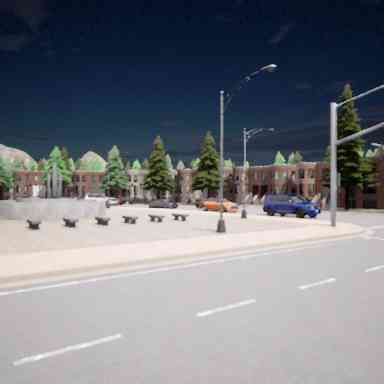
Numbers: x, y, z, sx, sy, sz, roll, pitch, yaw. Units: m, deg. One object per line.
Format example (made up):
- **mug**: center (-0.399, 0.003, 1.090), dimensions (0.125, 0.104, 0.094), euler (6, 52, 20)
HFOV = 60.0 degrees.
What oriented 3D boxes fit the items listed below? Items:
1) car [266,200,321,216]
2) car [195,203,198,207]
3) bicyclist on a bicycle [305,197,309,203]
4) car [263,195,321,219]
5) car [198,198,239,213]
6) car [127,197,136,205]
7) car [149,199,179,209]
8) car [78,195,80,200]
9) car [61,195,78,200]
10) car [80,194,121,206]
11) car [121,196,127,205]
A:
- **car**: center (10.642, 1.671, 35.210), dimensions (2.033, 1.411, 5.357), euler (0, 0, -36)
- **car**: center (2.711, 1.721, 44.812), dimensions (4.718, 1.301, 1.895), euler (0, 0, 43)
- **bicyclist on a bicycle**: center (16.035, 1.473, 46.495), dimensions (1.656, 1.620, 0.582), euler (0, 0, -37)
- **car**: center (9.204, 1.330, 31.202), dimensions (2.150, 2.045, 5.566), euler (0, 0, -37)
- **car**: center (3.324, 1.459, 38.847), dimensions (2.097, 1.767, 4.553), euler (0, 0, -41)
- **car**: center (-12.871, 1.613, 61.951), dimensions (4.892, 1.490, 1.837), euler (0, 0, 18)
- **car**: center (-3.900, 1.663, 45.717), dimensions (4.181, 1.385, 1.994), euler (0, 0, 34)
- **car**: center (-22.690, 1.431, 63.885), dimensions (4.553, 1.767, 2.097), euler (0, 0, 7)
- **car**: center (-23.953, 1.571, 60.590), dimensions (4.892, 1.490, 1.837), euler (0, 0, 5)
- **car**: center (-15.319, 1.313, 55.602), dimensions (5.566, 2.045, 2.150), euler (0, 0, 16)
- **car**: center (-14.217, 1.660, 58.719), dimensions (4.181, 1.385, 1.994), euler (0, 0, 18)
